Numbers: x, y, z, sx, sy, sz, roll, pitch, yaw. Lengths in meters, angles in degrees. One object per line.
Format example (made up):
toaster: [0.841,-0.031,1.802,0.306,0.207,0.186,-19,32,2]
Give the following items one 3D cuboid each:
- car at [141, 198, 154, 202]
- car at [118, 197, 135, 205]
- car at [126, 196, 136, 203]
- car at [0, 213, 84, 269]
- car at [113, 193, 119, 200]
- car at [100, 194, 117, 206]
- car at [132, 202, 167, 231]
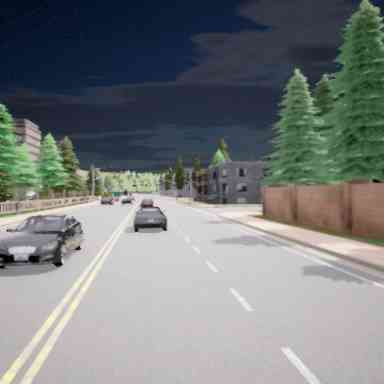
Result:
car: [-6.871,1.618,51.348,1.994,1.385,4.181,-1,0,-8]
car: [-11.782,1.701,60.289,1.895,1.301,4.718,-1,0,-7]
car: [-13.923,1.655,75.855,1.994,1.385,4.181,-1,0,-8]
car: [-5.027,1.538,11.572,2.128,1.511,4.902,-1,0,-8]
car: [-17.390,1.614,75.371,1.882,1.535,5.008,-1,0,-8]
car: [-15.249,1.612,59.788,1.882,1.535,5.008,-1,0,-7]
car: [-2.602,1.584,20.818,1.994,1.385,4.181,-1,0,-8]
